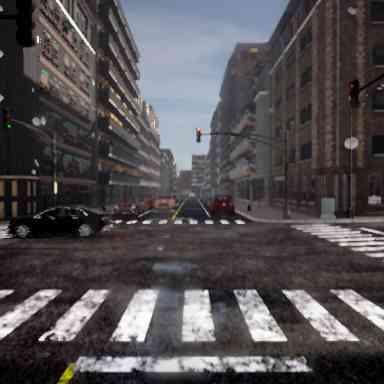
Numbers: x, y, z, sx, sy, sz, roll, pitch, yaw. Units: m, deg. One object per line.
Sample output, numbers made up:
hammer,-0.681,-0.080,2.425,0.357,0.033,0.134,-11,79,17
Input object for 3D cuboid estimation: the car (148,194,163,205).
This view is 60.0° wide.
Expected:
car,-5.694,1.136,52.166,1.967,1.590,4.097,0,0,0

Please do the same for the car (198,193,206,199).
car,2.684,1.091,90.991,1.887,1.381,4.507,0,0,0

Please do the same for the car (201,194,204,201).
car,2.687,1.290,46.627,1.947,1.339,4.313,0,0,0

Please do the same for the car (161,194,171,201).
car,-5.695,1.149,74.340,1.887,1.381,4.507,0,0,0

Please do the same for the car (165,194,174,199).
car,-5.696,1.110,85.428,1.887,1.381,4.507,0,0,0

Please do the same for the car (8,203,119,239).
car,-6.338,1.425,16.245,4.892,1.490,1.837,0,0,0

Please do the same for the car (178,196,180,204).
car,-3.065,1.185,55.996,1.837,1.490,4.892,0,0,0

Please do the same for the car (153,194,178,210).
car,-3.094,1.117,38.637,2.097,1.767,4.553,0,0,0

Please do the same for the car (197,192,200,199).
car,2.685,1.065,68.808,1.967,1.590,4.097,0,0,0

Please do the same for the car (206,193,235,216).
car,2.687,1.126,29.988,2.192,1.841,5.009,0,0,0

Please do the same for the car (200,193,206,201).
car,2.687,1.241,52.173,1.887,1.381,4.507,0,0,0

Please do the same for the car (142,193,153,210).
car,-5.693,1.221,35.535,1.967,1.590,4.097,0,0,0

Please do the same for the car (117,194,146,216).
car,-5.693,1.250,29.991,1.967,1.590,4.097,0,0,0

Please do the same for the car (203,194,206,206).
car,2.687,1.277,41.252,1.752,1.417,4.829,0,0,0

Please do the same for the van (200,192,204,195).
van,2.686,1.012,57.718,1.690,1.788,3.998,0,0,0

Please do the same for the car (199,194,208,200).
car,2.685,1.136,79.900,2.008,1.369,4.403,0,0,0
